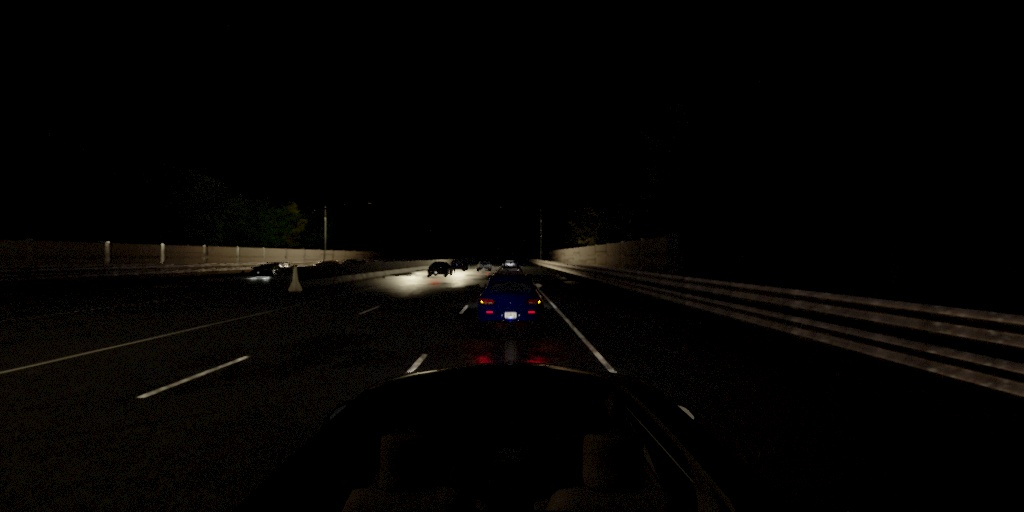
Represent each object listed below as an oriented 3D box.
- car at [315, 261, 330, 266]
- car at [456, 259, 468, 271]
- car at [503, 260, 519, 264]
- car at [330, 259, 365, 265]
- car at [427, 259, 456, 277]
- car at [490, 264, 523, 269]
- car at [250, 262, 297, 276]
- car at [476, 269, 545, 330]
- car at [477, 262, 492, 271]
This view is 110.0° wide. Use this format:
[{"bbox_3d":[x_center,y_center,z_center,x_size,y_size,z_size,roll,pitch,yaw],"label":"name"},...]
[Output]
[{"bbox_3d":[-21.295,1.307,41.508,1.882,1.535,5.008,0,0,0],"label":"car"},{"bbox_3d":[-7.262,1.163,49.288,2.097,1.767,4.553,0,0,0],"label":"car"},{"bbox_3d":[-0.096,1.278,30.071,2.128,1.511,4.902,0,0,-1],"label":"car"},{"bbox_3d":[-17.798,1.151,39.903,2.097,1.767,4.553,0,0,0],"label":"car"},{"bbox_3d":[-7.146,1.299,35.905,1.837,1.490,4.892,0,0,0],"label":"car"},{"bbox_3d":[-0.126,1.377,21.698,1.895,1.301,4.718,0,0,0],"label":"car"},{"bbox_3d":[-24.790,1.313,37.716,2.033,1.411,5.357,0,-2,0],"label":"car"},{"bbox_3d":[-0.047,1.288,11.066,1.812,1.442,4.674,0,0,0],"label":"car"},{"bbox_3d":[-3.766,1.412,49.734,1.895,1.301,4.718,0,0,0],"label":"car"}]
